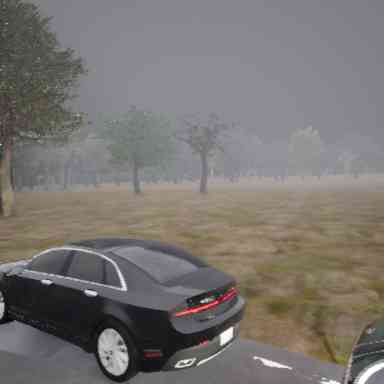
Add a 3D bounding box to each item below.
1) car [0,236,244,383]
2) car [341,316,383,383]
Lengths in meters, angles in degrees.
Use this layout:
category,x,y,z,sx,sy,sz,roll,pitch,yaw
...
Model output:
category,x,y,z,sx,sy,sz,roll,pitch,yaw
car,-1.550,1.502,5.470,4.892,1.490,1.837,0,0,36
car,3.352,1.367,1.958,4.553,1.767,2.097,0,0,36
